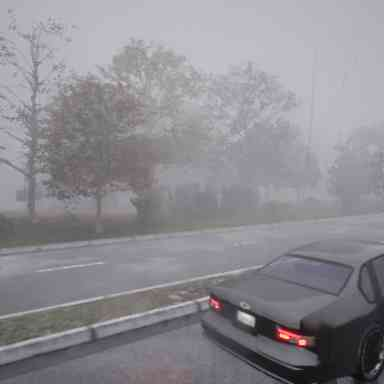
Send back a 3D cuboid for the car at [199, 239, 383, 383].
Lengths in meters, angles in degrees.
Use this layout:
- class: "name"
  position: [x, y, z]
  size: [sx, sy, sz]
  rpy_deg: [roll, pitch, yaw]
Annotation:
- class: "car"
  position: [2.672, 1.508, 5.345]
  size: [5.357, 1.411, 2.033]
  rpy_deg: [-1, 0, -35]
